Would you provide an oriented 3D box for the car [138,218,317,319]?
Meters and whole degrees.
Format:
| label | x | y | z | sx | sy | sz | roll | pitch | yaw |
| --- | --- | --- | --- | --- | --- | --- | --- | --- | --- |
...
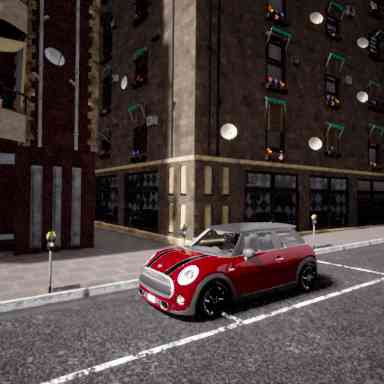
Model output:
| label | x | y | z | sx | sy | sz | roll | pitch | yaw |
| --- | --- | --- | --- | --- | --- | --- | --- | --- | --- |
| car | 0.875 | 1.442 | 7.314 | 4.097 | 1.590 | 1.967 | 0 | 1 | -35 |
